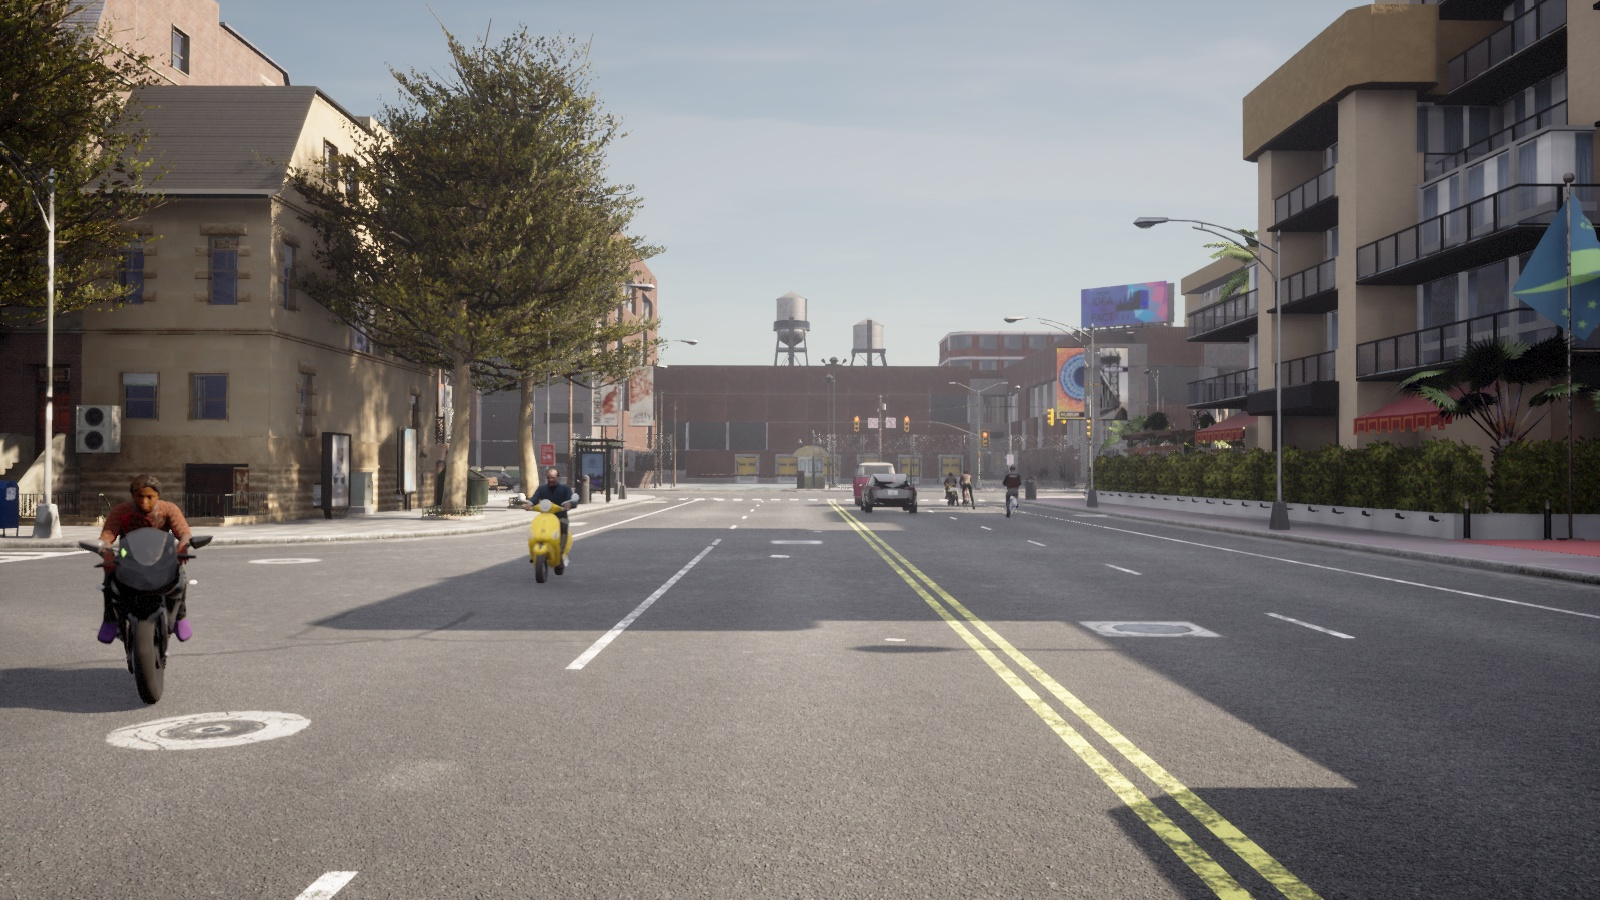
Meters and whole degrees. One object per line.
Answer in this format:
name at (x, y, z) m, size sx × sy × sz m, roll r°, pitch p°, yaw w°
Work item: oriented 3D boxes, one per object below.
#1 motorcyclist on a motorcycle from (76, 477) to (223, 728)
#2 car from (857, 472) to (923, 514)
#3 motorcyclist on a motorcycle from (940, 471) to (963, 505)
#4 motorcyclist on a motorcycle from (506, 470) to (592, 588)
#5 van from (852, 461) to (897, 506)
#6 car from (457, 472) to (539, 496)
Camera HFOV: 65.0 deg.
motorcyclist on a motorcycle at (-4.574, 0.963, 8.827) m, size 0.797 × 1.523 × 2.044 m, roll -1°, pitch -1°, yaw -28°
car at (3.391, 1.608, 48.182) m, size 2.163 × 1.488 × 4.792 m, roll 0°, pitch -1°, yaw 0°
motorcyclist on a motorcycle at (6.873, 1.725, 57.068) m, size 0.797 × 1.523 × 2.044 m, roll 0°, pitch -1°, yaw 0°
motorcyclist on a motorcycle at (-3.541, 1.082, 17.898) m, size 0.866 × 1.590 × 1.817 m, roll 0°, pitch -1°, yaw 0°
van at (3.369, 1.512, 57.213) m, size 1.775 × 1.987 × 4.442 m, roll 0°, pitch -1°, yaw 0°
car at (-20.028, 2.270, 83.457) m, size 5.008 × 1.535 × 1.882 m, roll 0°, pitch -1°, yaw 0°
